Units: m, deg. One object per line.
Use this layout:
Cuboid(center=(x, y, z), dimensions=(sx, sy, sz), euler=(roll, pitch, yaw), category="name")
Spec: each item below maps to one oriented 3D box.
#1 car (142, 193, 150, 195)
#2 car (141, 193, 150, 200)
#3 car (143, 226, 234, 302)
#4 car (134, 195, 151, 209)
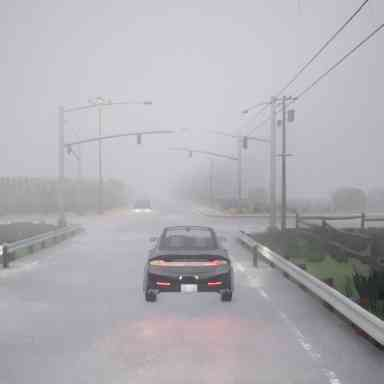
Cuboid(center=(-7.914, 1.219, 55.508), dimensions=(1.812, 1.442, 4.674), euler=(0, 1, -7), category="car")
Cuboid(center=(-9.709, 0.922, 70.132), dimensions=(1.837, 1.490, 4.892), euler=(0, 1, -7), category="car")
Cuboid(center=(-0.097, 1.614, 8.519), dimensions=(2.128, 1.511, 4.902), euler=(0, -2, -1), category="car")
Cuboid(center=(-6.403, 1.470, 43.465), dimensions=(1.994, 1.385, 4.181), euler=(0, 1, -7), category="car")
